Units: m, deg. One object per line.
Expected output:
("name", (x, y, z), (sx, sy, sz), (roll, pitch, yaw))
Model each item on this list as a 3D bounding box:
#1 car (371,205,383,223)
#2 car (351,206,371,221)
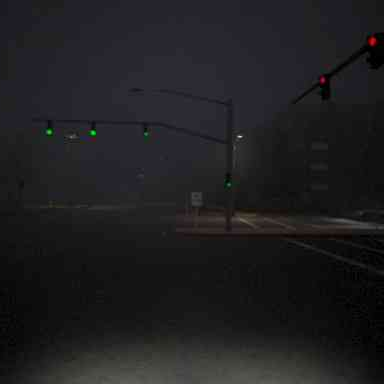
("car", (18.416, 1.912, 28.270), (5.008, 1.535, 1.882), (1, 0, -4))
("car", (17.619, 1.978, 31.727), (4.674, 1.442, 1.812), (1, 0, -3))
